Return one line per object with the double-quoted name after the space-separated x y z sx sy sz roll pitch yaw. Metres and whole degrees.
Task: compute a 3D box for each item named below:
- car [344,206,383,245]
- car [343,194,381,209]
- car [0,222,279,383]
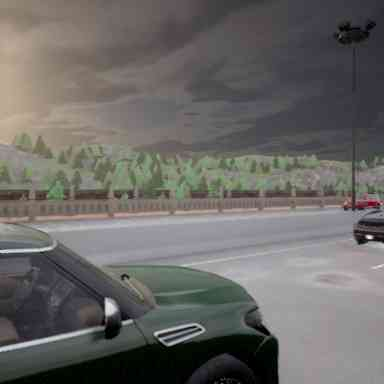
8.896 1.510 14.388 4.892 1.490 1.837 0 0 -35 "car"
20.472 1.269 39.999 5.566 2.045 2.150 0 0 -35 "car"
-1.809 1.222 2.456 5.566 2.045 2.150 0 0 -35 "car"
